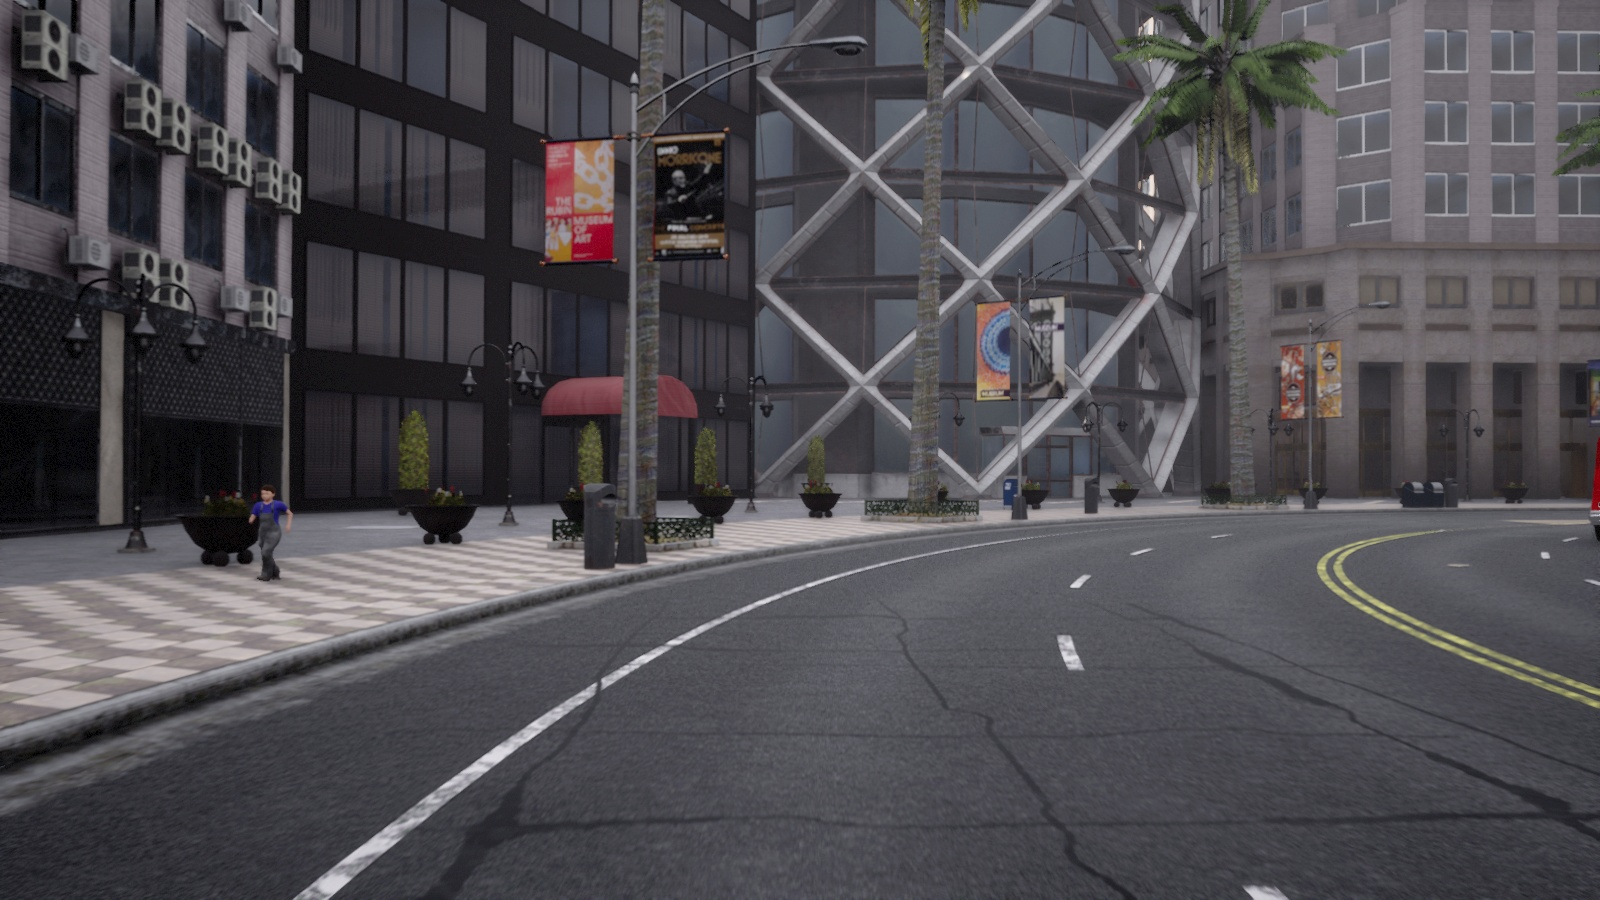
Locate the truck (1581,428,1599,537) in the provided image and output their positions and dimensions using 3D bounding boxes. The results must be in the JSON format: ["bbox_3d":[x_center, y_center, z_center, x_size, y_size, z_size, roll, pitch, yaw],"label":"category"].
[{"bbox_3d":[20.493,0.745,29.743,2.627,2.467,5.204,-1,-1,40],"label":"truck"}]

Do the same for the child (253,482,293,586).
[{"bbox_3d":[-6.578,1.040,15.688,0.270,1.263,0.437,0,-1,9],"label":"child"}]
